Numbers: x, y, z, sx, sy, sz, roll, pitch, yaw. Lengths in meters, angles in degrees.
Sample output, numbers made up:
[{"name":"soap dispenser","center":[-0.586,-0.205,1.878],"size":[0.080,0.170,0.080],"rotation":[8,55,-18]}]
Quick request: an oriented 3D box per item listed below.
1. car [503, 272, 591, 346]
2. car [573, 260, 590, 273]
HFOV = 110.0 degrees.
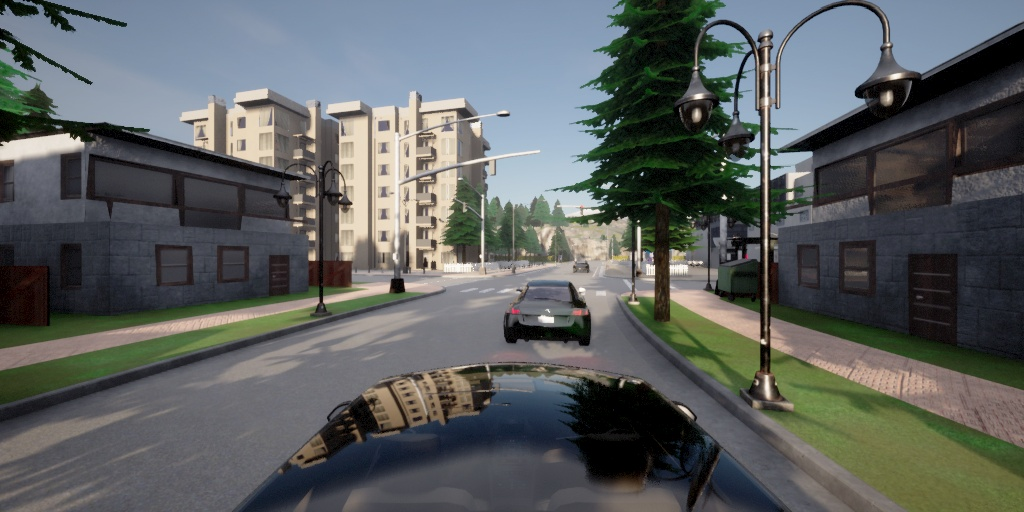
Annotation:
[{"name":"car","center":[1.012,1.314,9.535],"size":[1.994,1.385,4.181],"rotation":[0,0,9]},{"name":"car","center":[8.592,1.276,44.227],"size":[2.128,1.511,4.902],"rotation":[0,0,14]}]
